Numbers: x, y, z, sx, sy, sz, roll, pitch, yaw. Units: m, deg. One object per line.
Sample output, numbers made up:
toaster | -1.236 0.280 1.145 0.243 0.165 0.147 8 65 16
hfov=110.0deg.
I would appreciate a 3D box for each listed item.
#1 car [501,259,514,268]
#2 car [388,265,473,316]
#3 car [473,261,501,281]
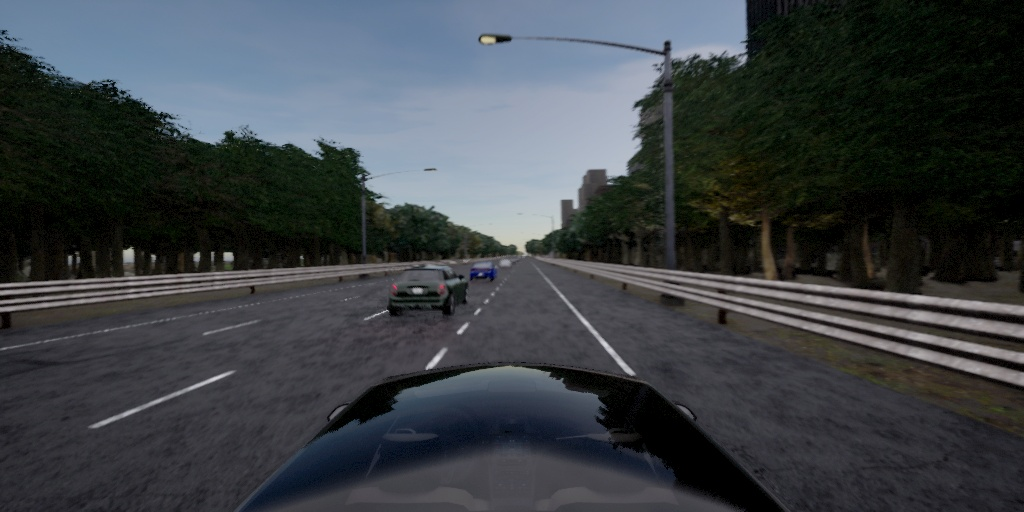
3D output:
car | -1.108 1.317 61.370 1.812 1.442 4.674 -1 0 2
car | -2.977 1.145 13.730 2.097 1.767 4.553 -1 0 2
car | -2.326 1.264 30.282 1.882 1.535 5.008 -1 0 2
